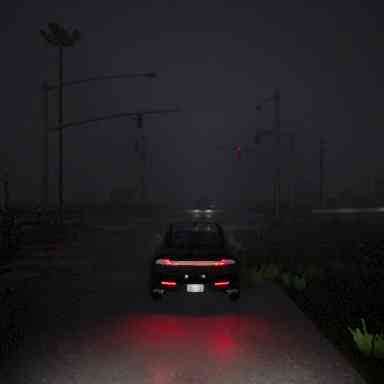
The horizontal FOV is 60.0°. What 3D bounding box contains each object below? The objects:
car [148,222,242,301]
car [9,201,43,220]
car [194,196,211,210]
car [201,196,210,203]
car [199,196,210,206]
[{"bbox_3d":[0.079,1.490,8.323,2.128,1.511,4.902,0,0,0],"label":"car"},{"bbox_3d":[-14.496,1.519,27.671,4.674,1.442,1.812,0,0,1],"label":"car"},{"bbox_3d":[1.422,1.481,42.908,1.812,1.442,4.674,0,0,3],"label":"car"},{"bbox_3d":[2.952,1.501,71.232,1.994,1.385,4.181,0,0,3],"label":"car"},{"bbox_3d":[2.135,1.429,56.795,1.882,1.535,5.008,0,0,3],"label":"car"}]
